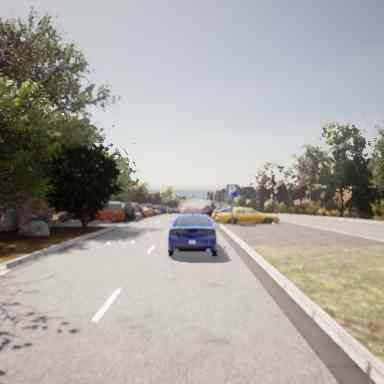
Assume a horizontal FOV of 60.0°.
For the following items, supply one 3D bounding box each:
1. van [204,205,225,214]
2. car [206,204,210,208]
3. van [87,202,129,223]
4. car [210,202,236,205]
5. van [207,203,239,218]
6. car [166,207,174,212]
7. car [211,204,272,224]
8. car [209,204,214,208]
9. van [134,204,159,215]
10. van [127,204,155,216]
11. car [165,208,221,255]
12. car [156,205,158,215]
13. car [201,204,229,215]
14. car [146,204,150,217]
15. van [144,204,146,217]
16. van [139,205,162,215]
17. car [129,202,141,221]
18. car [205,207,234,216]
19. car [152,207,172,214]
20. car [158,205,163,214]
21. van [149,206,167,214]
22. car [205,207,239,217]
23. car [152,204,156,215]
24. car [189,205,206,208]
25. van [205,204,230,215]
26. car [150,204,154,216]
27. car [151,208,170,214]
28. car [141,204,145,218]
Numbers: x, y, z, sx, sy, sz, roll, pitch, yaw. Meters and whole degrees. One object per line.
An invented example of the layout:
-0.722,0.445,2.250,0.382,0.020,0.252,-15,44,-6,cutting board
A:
4.692,3.719,70.117,4.442,1.987,1.878,0,-4,0,van
4.588,2.259,39.631,5.566,2.045,2.435,0,-3,0,car
-8.641,1.939,31.425,4.442,1.987,1.878,0,-2,0,van
4.527,2.263,36.856,4.553,1.767,2.185,0,-3,0,car
4.448,2.660,47.950,4.442,1.987,1.878,0,-3,0,van
-3.480,3.789,66.009,1.994,1.385,4.181,0,-3,0,car
4.550,2.162,31.306,4.892,1.521,2.231,0,-2,0,car
4.551,2.270,34.076,5.008,1.535,2.097,0,-2,0,car
-8.392,3.292,61.985,4.442,1.987,1.878,0,-3,0,van
-8.628,3.043,56.451,4.442,1.987,1.878,0,-3,0,van
0.039,1.668,14.258,1.882,1.535,5.008,0,-1,1,car
-8.507,3.145,53.674,4.892,1.521,2.231,0,-3,0,car
4.545,3.524,67.348,5.566,2.045,2.435,0,-4,0,car
-8.485,2.644,45.376,4.553,1.767,2.185,0,-3,0,car
-8.635,2.419,42.614,4.442,1.987,1.878,0,-3,0,van
-8.389,3.551,67.370,4.442,1.987,1.878,0,-3,0,van
-8.550,2.027,34.316,5.566,2.045,2.435,0,-2,0,car
4.598,3.290,56.257,4.792,1.488,2.163,0,-3,0,car
-8.464,5.226,95.156,5.566,2.045,2.435,0,-4,0,car
-8.325,3.390,59.209,5.366,1.575,1.946,0,-3,0,car
-8.614,4.567,83.968,4.442,1.987,1.878,0,-3,0,van
4.560,3.011,50.713,5.008,1.535,2.097,0,-3,0,car
-8.509,3.019,50.906,5.008,1.535,2.097,0,-3,0,car
0.046,2.087,29.325,1.882,1.535,5.008,0,-2,1,car
4.688,3.285,61.817,4.442,1.987,1.878,0,-3,0,van
-8.510,2.888,48.013,5.008,1.535,2.097,0,-3,0,car
-8.490,5.138,89.609,5.008,1.535,2.097,0,-3,0,car
-8.513,2.521,39.835,4.892,1.521,2.231,0,-3,0,car
